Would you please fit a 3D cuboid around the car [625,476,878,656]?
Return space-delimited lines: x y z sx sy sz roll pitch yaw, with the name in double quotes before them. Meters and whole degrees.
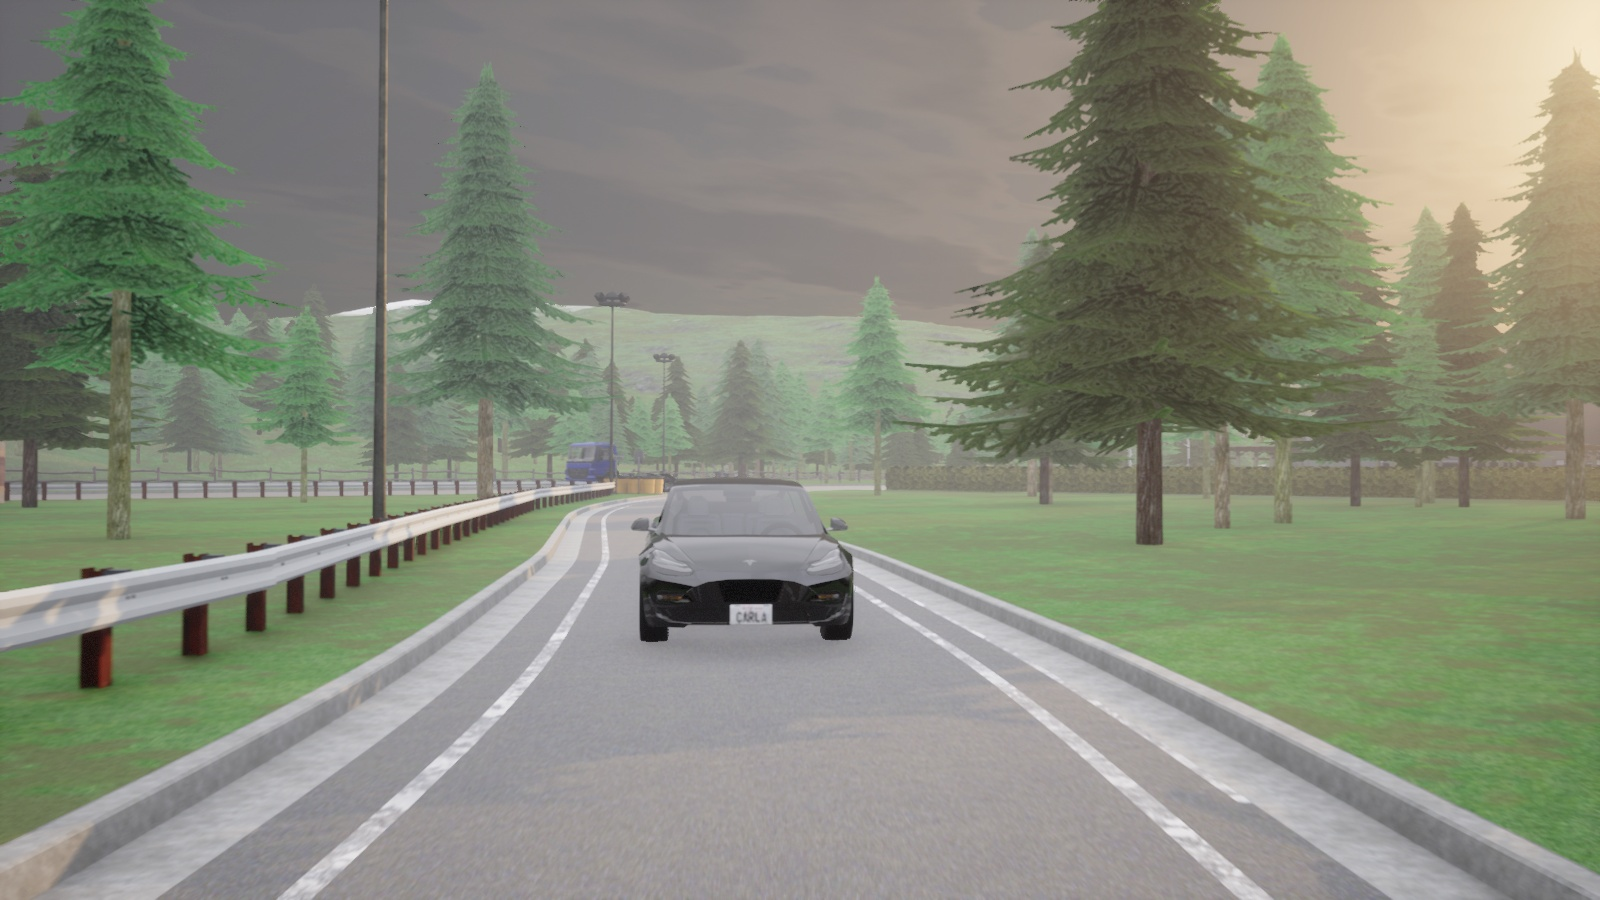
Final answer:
"car" -0.645 1.032 13.125 2.163 1.488 4.792 0 -1 -6

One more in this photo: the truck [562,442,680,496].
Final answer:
"truck" -11.981 1.271 84.763 2.891 3.462 7.936 -1 -1 41
